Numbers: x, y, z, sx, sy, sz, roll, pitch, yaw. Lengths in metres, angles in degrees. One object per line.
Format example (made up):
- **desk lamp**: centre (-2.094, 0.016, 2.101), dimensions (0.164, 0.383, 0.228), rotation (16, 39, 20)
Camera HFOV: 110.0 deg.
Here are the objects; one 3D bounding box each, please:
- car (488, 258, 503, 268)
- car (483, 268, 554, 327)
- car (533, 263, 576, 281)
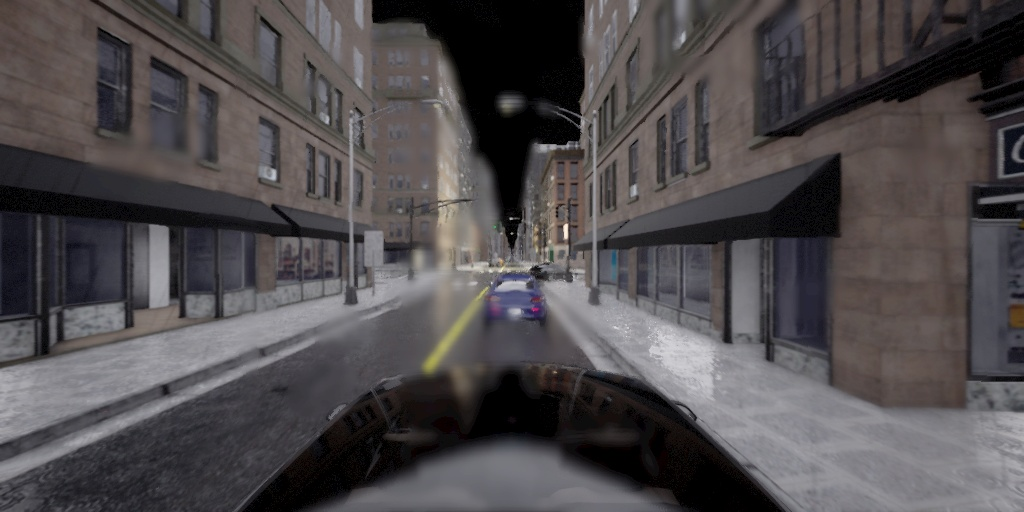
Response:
- **car**: centre (-3.020, 1.233, 61.743), dimensions (1.837, 1.490, 4.892), rotation (0, 0, 1)
- **car**: centre (0.104, 1.276, 11.463), dimensions (1.812, 1.442, 4.674), rotation (0, 0, 0)
- **car**: centre (3.307, 1.329, 28.896), dimensions (1.837, 1.490, 4.892), rotation (-3, -3, 42)
